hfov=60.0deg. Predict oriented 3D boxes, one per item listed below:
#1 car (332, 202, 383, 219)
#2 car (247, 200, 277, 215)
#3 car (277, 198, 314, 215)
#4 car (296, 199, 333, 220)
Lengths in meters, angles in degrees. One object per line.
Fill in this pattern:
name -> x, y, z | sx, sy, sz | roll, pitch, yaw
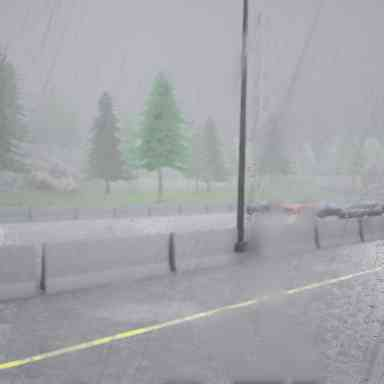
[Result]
car -> 13.687, 1.572, 26.629 | 4.892, 1.490, 1.837 | 0, 0, -35
car -> 7.952, 1.590, 35.433 | 4.674, 1.442, 1.812 | 0, 0, -35
car -> 11.112, 1.412, 33.386 | 4.553, 1.767, 2.097 | 0, 0, -35
car -> 11.675, 1.593, 29.493 | 4.674, 1.442, 1.812 | 0, 0, -35
